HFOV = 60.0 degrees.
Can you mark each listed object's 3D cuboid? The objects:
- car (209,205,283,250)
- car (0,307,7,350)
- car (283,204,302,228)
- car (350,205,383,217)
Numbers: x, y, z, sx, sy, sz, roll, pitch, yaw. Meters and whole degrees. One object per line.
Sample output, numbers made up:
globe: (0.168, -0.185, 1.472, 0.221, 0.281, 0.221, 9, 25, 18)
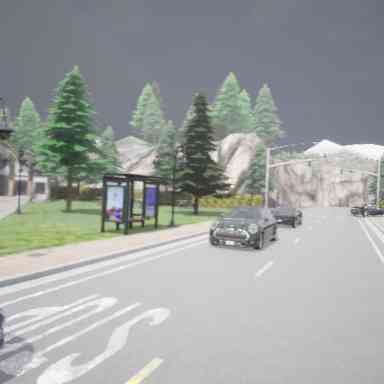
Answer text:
car: (2.435, 1.416, 14.918, 2.097, 1.767, 4.553, 3, 0, 25)
car: (-3.910, 1.349, 2.411, 1.812, 1.442, 4.674, 3, 0, 34)
car: (7.039, 1.714, 24.865, 1.882, 1.535, 5.008, 3, 0, 25)
car: (22.076, 2.333, 41.193, 4.902, 1.511, 2.128, 2, 0, -16)
